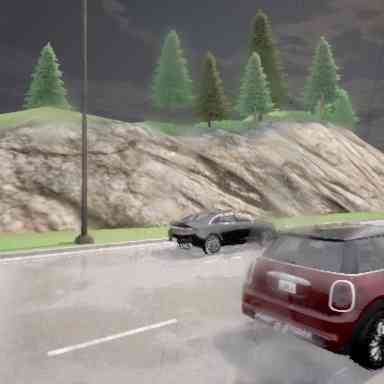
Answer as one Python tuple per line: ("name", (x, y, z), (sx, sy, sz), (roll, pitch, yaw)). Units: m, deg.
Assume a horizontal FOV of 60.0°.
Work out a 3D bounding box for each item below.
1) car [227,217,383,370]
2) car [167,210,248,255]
("car", (3.076, 1.353, 5.945), (4.553, 1.767, 2.097), (0, 0, -36))
("car", (1.338, 1.492, 13.306), (4.902, 1.511, 2.128), (0, 0, -36))
